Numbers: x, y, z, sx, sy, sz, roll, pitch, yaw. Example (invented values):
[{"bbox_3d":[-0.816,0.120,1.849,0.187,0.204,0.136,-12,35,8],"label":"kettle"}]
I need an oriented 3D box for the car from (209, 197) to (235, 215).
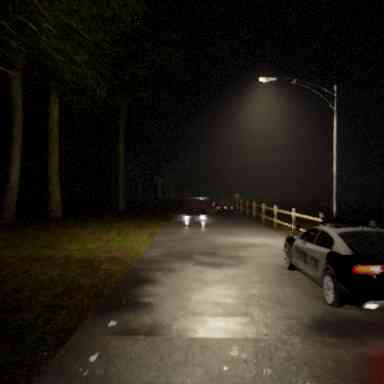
[{"bbox_3d":[3.099,1.487,32.902,2.033,1.411,5.357,0,0,1],"label":"car"}]

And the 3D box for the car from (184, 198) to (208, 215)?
[{"bbox_3d":[0.298,1.396,33.440,1.882,1.535,5.008,0,0,1],"label":"car"}]

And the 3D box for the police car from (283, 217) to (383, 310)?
[{"bbox_3d":[3.635,1.443,8.097,1.930,1.638,5.238,0,0,1],"label":"police car"}]

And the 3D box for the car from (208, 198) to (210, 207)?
[{"bbox_3d":[3.193,1.412,48.104,1.994,1.385,4.181,0,0,1],"label":"car"}]
